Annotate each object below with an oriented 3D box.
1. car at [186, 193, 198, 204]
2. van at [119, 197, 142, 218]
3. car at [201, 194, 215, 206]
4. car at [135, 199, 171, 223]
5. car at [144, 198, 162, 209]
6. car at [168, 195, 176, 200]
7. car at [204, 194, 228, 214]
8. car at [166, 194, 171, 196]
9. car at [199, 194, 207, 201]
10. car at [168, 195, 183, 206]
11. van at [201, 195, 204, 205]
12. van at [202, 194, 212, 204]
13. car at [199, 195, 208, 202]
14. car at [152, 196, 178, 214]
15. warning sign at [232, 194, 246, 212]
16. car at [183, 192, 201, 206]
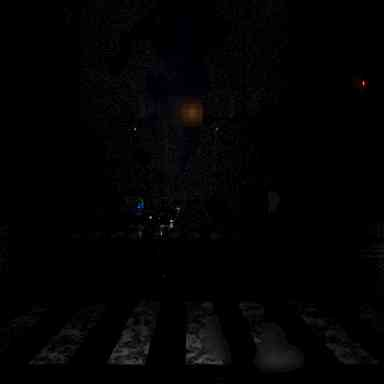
[{"bbox_3d":[0.032,1.211,65.222,2.150,2.045,5.566,0,0,0],"label":"car"},{"bbox_3d":[-5.394,1.338,29.984,1.690,1.788,3.998,0,0,0],"label":"van"},{"bbox_3d":[2.712,1.307,57.013,2.192,1.841,5.009,0,0,0],"label":"car"},{"bbox_3d":[-2.840,1.502,25.247,1.837,1.490,4.892,0,0,0],"label":"car"},{"bbox_3d":[-5.382,1.539,46.203,1.887,1.381,4.507,0,0,0],"label":"car"},{"bbox_3d":[-5.348,1.567,89.453,1.802,1.307,4.206,0,0,0],"label":"car"},{"bbox_3d":[2.721,1.311,35.388,2.192,1.841,5.009,0,0,0],"label":"car"},{"bbox_3d":[-5.369,1.516,62.253,1.752,1.417,4.829,0,0,0],"label":"car"},{"bbox_3d":[2.701,1.426,84.043,1.967,1.590,4.097,0,0,0],"label":"car"},{"bbox_3d":[-2.773,1.593,54.019,1.895,1.301,4.718,0,0,1],"label":"car"},{"bbox_3d":[2.714,1.334,51.606,1.690,1.788,3.998,0,0,0],"label":"van"},{"bbox_3d":[2.710,1.331,62.419,1.690,1.788,3.998,0,0,0],"label":"van"},{"bbox_3d":[2.703,1.512,78.808,1.752,1.417,4.829,0,0,0],"label":"car"},{"bbox_3d":[-2.833,1.473,35.463,1.882,1.535,5.008,0,0,0],"label":"car"},{"bbox_3d":[4.959,1.111,34.930,1.300,1.860,1.060,0,0,0],"label":"warning sign"},{"bbox_3d":[0.080,1.344,55.296,2.097,1.767,4.553,0,0,0],"label":"car"}]
